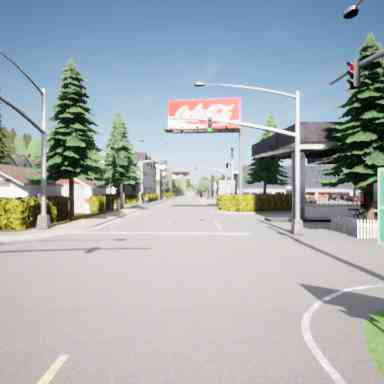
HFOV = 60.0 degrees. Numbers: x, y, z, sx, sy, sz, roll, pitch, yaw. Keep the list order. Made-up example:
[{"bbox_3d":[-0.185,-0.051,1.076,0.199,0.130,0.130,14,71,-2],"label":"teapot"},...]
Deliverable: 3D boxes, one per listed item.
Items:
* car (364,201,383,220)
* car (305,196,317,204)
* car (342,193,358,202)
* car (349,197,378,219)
[{"bbox_3d":[18.675,1.669,30.590,4.611,1.667,2.242,0,0,0],"label":"car"},{"bbox_3d":[22.461,1.548,63.989,1.970,1.475,3.806,0,0,0],"label":"car"},{"bbox_3d":[34.860,1.484,71.789,2.007,1.523,4.514,0,0,0],"label":"car"},{"bbox_3d":[14.352,1.503,24.917,3.866,1.878,1.905,0,0,0],"label":"car"}]
